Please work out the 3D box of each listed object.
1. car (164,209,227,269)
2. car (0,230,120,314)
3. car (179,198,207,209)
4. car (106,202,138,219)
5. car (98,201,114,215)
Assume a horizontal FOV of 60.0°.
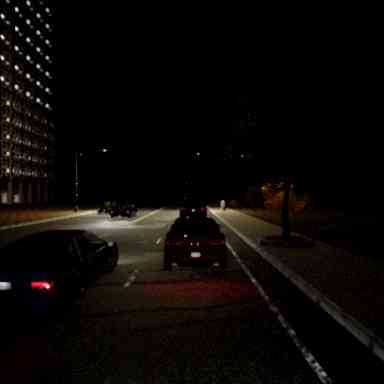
[{"bbox_3d":[0.097,1.589,11.655,1.882,1.535,5.008,0,0,0],"label":"car"},{"bbox_3d":[-3.151,1.625,8.024,2.033,1.411,5.357,0,-1,0],"label":"car"},{"bbox_3d":[0.095,1.483,27.508,2.150,2.045,5.566,0,0,0],"label":"car"},{"bbox_3d":[-6.596,1.908,32.528,1.895,1.301,4.718,0,-1,0],"label":"car"},{"bbox_3d":[-9.815,1.881,39.694,1.837,1.490,4.892,0,-1,0],"label":"car"}]
